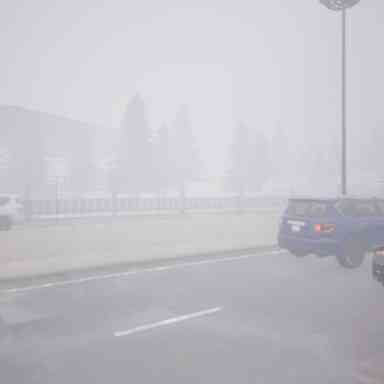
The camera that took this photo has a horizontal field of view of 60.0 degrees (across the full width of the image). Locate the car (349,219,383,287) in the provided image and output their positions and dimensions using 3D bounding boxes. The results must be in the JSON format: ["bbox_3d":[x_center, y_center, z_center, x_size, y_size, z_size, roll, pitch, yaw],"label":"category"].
[{"bbox_3d":[6.004,1.421,7.247,4.902,1.511,2.128,0,0,-30],"label":"car"}]

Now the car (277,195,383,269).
[{"bbox_3d":[5.345,1.129,10.932,5.566,2.045,2.150,0,0,-29],"label":"car"}]
